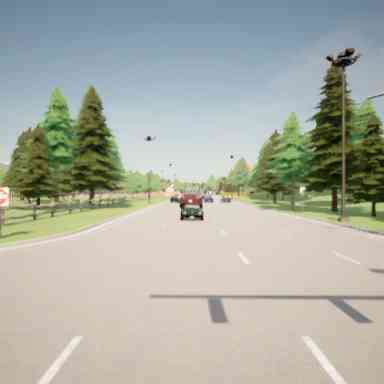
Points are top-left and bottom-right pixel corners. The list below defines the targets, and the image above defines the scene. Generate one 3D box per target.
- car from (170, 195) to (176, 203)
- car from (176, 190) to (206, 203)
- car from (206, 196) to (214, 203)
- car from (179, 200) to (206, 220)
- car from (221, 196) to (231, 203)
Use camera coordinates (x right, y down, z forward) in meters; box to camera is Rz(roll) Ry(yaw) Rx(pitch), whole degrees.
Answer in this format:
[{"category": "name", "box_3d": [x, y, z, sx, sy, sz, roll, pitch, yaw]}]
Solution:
[{"category": "car", "box_3d": [-3.509, 1.440, 68.974, 1.882, 1.535, 5.008, 0, 0, 0]}, {"category": "car", "box_3d": [-0.013, 0.539, 27.615, 1.812, 1.442, 4.674, 1, -1, 3]}, {"category": "car", "box_3d": [3.491, 1.487, 68.975, 1.812, 1.442, 4.674, 0, 0, 0]}, {"category": "car", "box_3d": [0.006, 1.638, 27.558, 1.895, 1.301, 4.718, 2, 0, 0]}, {"category": "car", "box_3d": [6.991, 1.487, 68.976, 2.128, 1.511, 4.902, 0, 0, 0]}]
